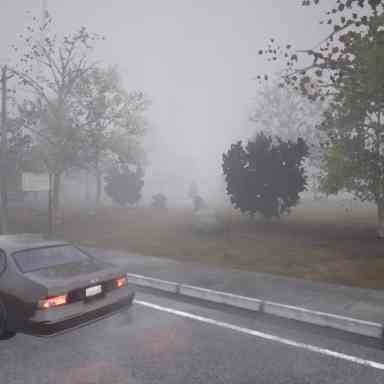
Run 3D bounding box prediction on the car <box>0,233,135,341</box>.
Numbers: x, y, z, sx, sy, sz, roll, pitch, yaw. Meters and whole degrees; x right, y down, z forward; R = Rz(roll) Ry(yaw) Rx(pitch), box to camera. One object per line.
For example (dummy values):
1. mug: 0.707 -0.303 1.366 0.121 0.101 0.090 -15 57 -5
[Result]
1. car: -3.543 1.547 6.511 5.357 1.411 2.033 0 0 35
